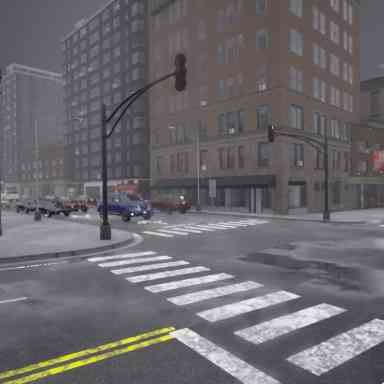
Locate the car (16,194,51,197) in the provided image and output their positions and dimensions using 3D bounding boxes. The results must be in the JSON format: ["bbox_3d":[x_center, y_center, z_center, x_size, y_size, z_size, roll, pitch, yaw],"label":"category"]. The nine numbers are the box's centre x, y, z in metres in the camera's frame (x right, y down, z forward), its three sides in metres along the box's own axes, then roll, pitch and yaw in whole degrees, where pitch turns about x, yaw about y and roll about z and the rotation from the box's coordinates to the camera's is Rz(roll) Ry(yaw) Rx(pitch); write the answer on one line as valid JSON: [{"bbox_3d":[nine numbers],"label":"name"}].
[{"bbox_3d":[-19.354,1.215,40.403,1.837,1.490,4.892,-1,1,-44],"label":"car"}]

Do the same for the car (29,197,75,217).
[{"bbox_3d":[-12.355,1.417,29.212,1.947,1.339,4.313,0,1,-44],"label":"car"}]

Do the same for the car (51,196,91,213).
[{"bbox_3d":[-12.076,1.394,32.873,1.895,1.301,4.718,-1,1,-44],"label":"car"}]

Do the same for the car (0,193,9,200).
[{"bbox_3d":[-40.735,0.883,70.744,1.947,1.339,4.313,0,1,-44],"label":"car"}]

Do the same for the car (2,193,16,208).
[{"bbox_3d":[-23.733,1.247,40.952,1.752,1.417,4.829,0,1,-44],"label":"car"}]

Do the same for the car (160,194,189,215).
[{"bbox_3d":[-2.405,1.086,31.192,2.192,1.841,5.009,0,1,-44],"label":"car"}]

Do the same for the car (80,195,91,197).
[{"bbox_3d":[-13.904,1.083,43.058,1.967,1.590,4.097,0,1,-44],"label":"car"}]

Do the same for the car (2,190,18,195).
[{"bbox_3d":[-31.910,0.709,57.932,2.150,2.045,5.566,-1,1,-44],"label":"car"}]

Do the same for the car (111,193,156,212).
[{"bbox_3d":[-6.238,1.044,35.147,2.192,1.841,5.009,0,1,-44],"label":"car"}]

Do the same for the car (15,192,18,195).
[{"bbox_3d":[-29.236,1.042,58.880,1.802,1.307,4.206,0,1,-44],"label":"car"}]

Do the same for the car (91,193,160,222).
[{"bbox_3d":[-5.305,1.089,25.882,2.150,2.045,5.566,-1,1,-44],"label":"car"}]

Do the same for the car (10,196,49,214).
[{"bbox_3d":[-16.188,1.374,33.167,1.947,1.339,4.313,0,1,-44],"label":"car"}]
